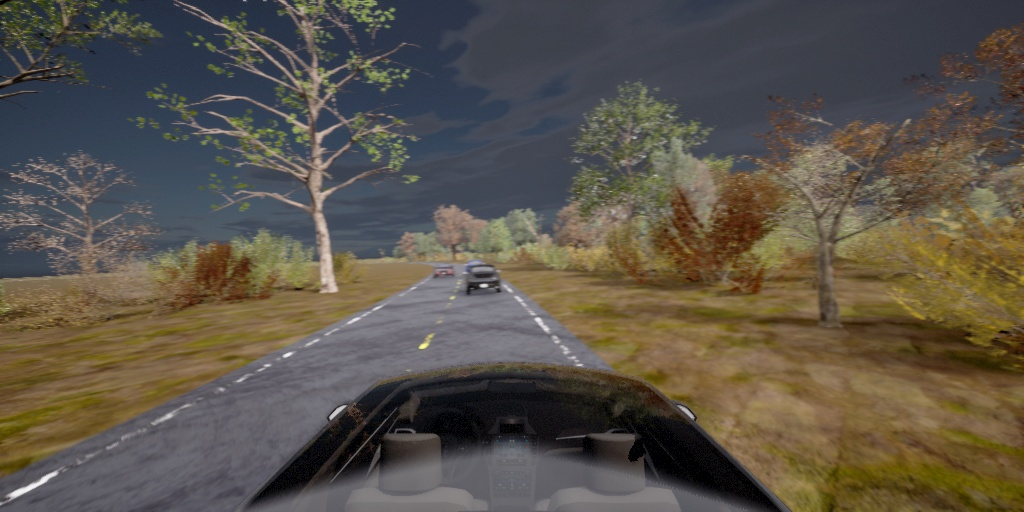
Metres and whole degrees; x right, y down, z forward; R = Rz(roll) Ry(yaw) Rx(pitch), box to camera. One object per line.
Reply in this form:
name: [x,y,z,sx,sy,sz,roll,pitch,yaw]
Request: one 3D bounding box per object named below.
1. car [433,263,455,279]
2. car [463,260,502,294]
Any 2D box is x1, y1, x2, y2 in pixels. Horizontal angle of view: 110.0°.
car: [-6.678,1.428,35.422,1.994,1.385,4.181,-3,0,-8]
car: [-1.650,1.214,20.141,1.837,1.490,4.892,-3,1,-6]
